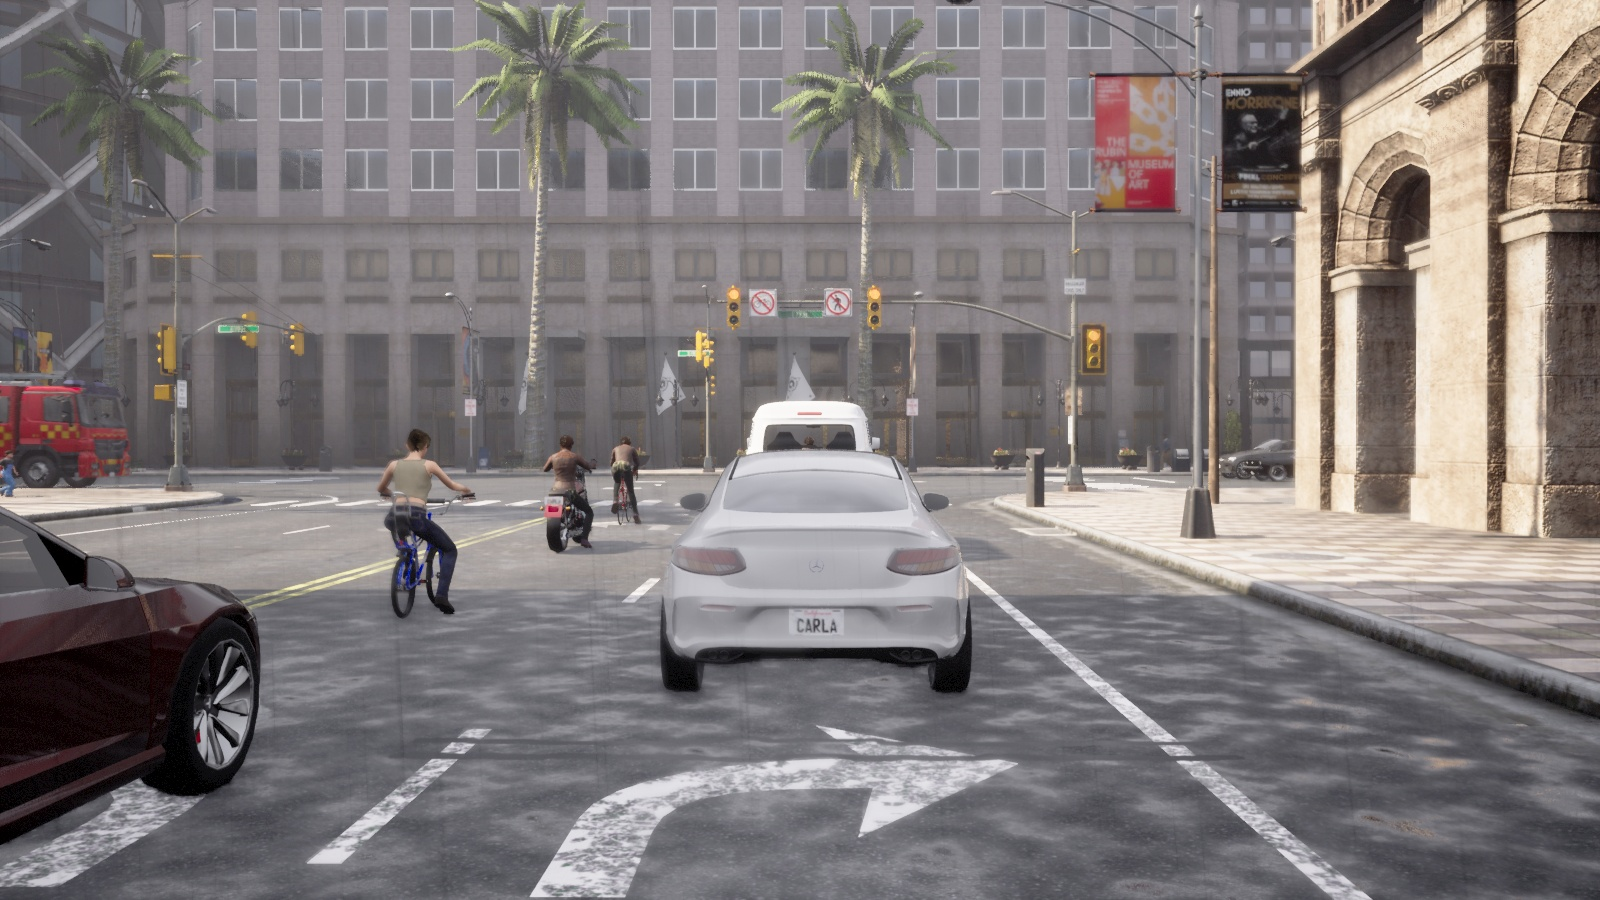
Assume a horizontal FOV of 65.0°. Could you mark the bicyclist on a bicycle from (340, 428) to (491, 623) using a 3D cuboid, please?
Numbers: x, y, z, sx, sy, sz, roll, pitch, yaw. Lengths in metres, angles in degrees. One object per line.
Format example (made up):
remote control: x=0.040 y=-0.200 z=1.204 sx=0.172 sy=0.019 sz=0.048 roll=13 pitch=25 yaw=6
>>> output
bicyclist on a bicycle: x=-3.366 y=0.617 z=11.144 sx=0.866 sy=1.612 sz=1.509 roll=0 pitch=0 yaw=0

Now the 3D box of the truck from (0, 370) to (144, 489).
truck: x=-26.799 y=-0.675 z=41.671 sx=8.468 sy=3.827 sz=2.891 roll=0 pitch=0 yaw=-2

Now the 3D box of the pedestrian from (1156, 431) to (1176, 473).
pedestrian: x=17.215 y=0.083 z=59.122 sx=0.788 sy=1.949 sz=0.423 roll=0 pitch=0 yaw=-16

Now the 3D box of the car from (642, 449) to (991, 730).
car: x=0.104 y=0.722 z=8.867 sx=1.812 sy=1.442 sz=4.674 roll=0 pitch=0 yaw=0

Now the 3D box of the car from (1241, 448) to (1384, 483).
car: x=19.545 y=0.591 z=48.045 sx=4.718 sy=1.301 sz=1.895 roll=0 pitch=0 yaw=1

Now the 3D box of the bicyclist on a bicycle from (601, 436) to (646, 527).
bicyclist on a bicycle: x=-3.256 y=0.565 z=23.313 sx=0.582 sy=1.620 sz=1.656 roll=0 pitch=0 yaw=1

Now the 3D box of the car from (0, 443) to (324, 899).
car: x=-3.449 y=0.722 z=3.799 sx=2.163 sy=1.488 sz=4.792 roll=0 pitch=0 yaw=1

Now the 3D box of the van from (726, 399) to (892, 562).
van: x=0.170 y=0.369 z=17.908 sx=2.069 sy=2.038 sz=4.480 roll=0 pitch=0 yaw=1

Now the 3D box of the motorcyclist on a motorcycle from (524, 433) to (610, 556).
motorcyclist on a motorcycle: x=-3.299 y=0.593 z=17.981 sx=0.766 sy=1.649 sz=2.350 roll=0 pitch=0 yaw=1

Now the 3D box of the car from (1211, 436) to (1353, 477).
car: x=19.711 y=0.250 z=51.521 sx=5.027 sy=1.651 sz=2.152 roll=0 pitch=0 yaw=1

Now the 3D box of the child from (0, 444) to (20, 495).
child: x=-19.811 y=0.490 z=31.400 sx=0.437 sy=1.263 sz=0.270 roll=0 pitch=0 yaw=0
